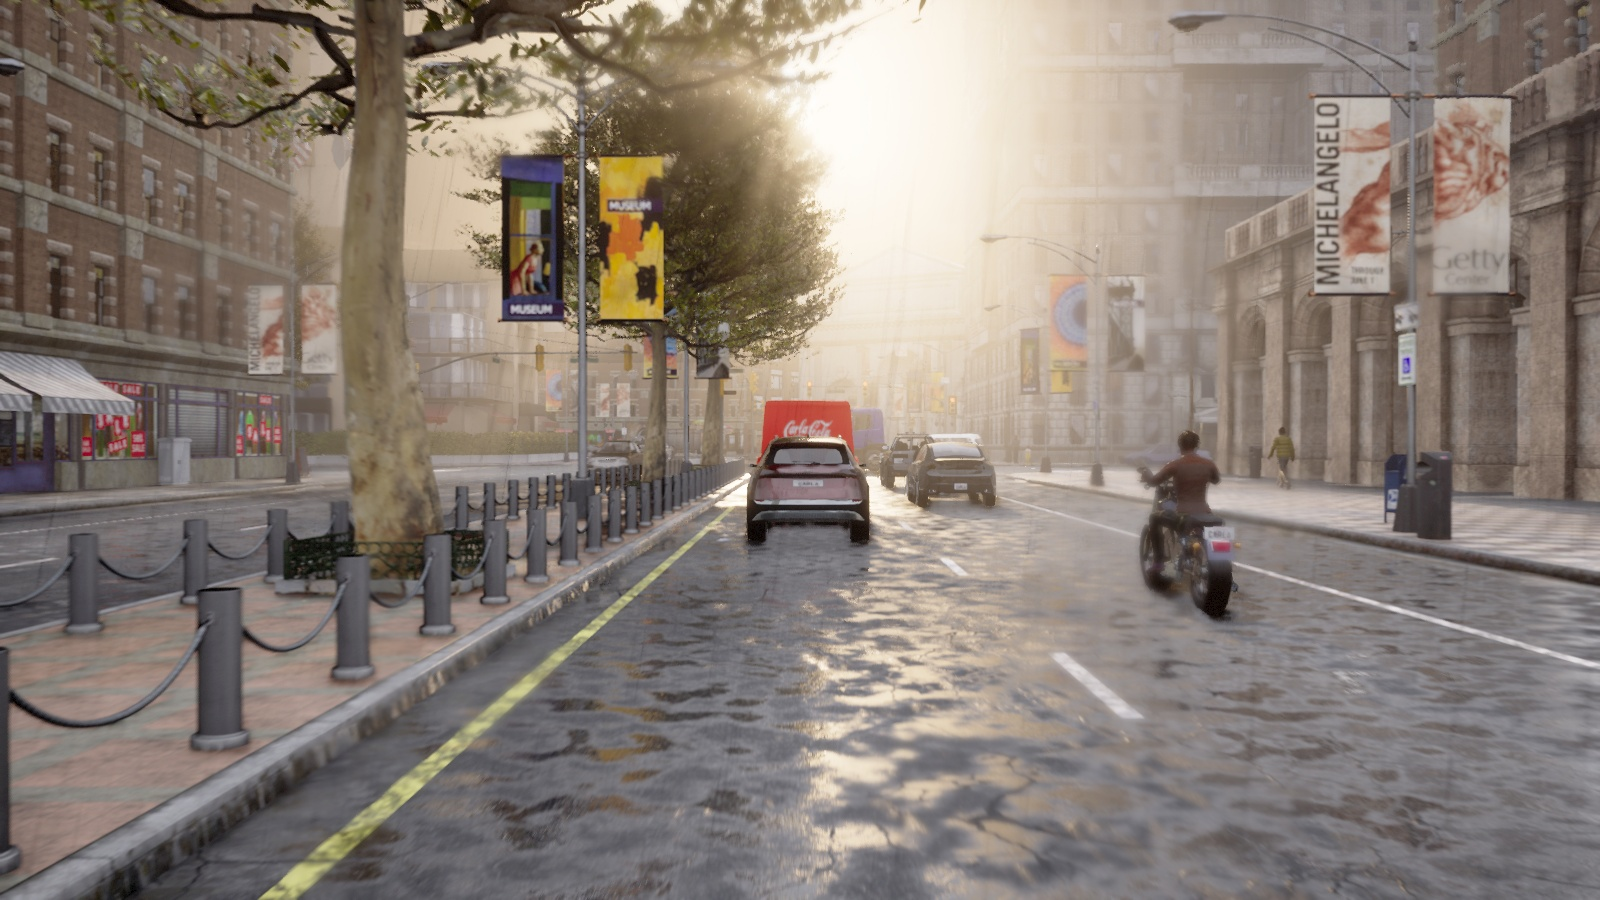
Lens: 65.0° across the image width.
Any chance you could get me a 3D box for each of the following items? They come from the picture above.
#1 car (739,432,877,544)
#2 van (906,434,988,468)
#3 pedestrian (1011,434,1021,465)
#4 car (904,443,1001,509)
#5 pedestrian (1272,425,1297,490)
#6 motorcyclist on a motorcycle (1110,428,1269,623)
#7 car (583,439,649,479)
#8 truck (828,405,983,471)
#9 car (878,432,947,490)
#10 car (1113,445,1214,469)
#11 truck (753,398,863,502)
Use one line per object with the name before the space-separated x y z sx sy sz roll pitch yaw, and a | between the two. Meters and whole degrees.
car | 0.134 0.558 20.938 2.033 1.649 4.856 0 0 0
van | 8.941 0.046 76.506 4.480 2.038 2.069 0 1 31
pedestrian | 13.862 -0.039 80.449 0.423 1.949 0.788 0 0 -7
car | 3.692 0.579 31.169 1.837 1.490 4.892 0 0 0
pedestrian | 13.749 0.213 35.640 0.431 1.840 0.709 0 0 0
motorcyclist on a motorcycle | 3.582 0.633 11.789 0.766 1.649 2.350 0 0 0
car | -7.617 0.343 52.409 1.851 1.617 3.988 0 0 5
truck | 5.716 -0.616 68.315 7.936 3.462 2.891 0 0 -15
car | 3.757 0.327 42.530 1.932 1.855 4.605 0 0 0
car | 21.404 0.394 74.002 5.357 1.411 2.033 0 0 0
truck | 0.200 0.054 32.565 2.627 2.467 5.204 0 -1 0
